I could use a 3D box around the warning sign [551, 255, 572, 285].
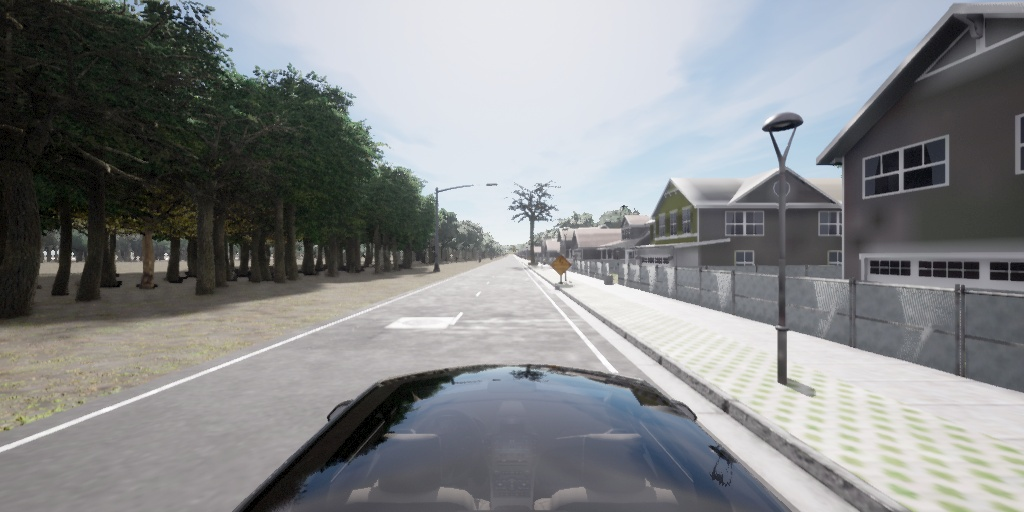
[{"bbox_3d":[3.050,0.849,22.284,1.300,1.860,1.060,0,0,0],"label":"warning sign"}]
